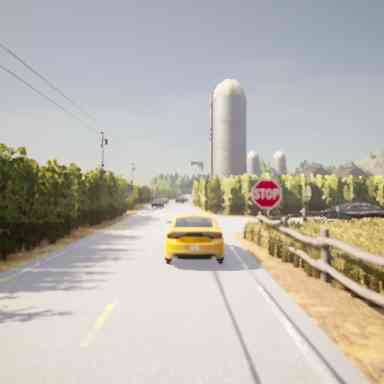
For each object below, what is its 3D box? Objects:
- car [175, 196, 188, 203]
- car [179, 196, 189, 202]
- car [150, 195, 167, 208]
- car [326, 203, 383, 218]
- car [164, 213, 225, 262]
[{"bbox_3d":[-2.496,1.587,68.929,2.033,1.411,5.357,0,0,2],"label":"car"},{"bbox_3d":[-1.963,1.565,79.488,1.895,1.301,4.718,0,0,4],"label":"car"},{"bbox_3d":[-4.963,1.581,48.108,2.033,1.411,5.357,0,0,-5],"label":"car"},{"bbox_3d":[12.213,1.508,23.764,4.902,1.511,2.128,0,0,0],"label":"car"},{"bbox_3d":[0.080,1.486,12.117,1.882,1.535,5.008,0,0,0],"label":"car"}]
